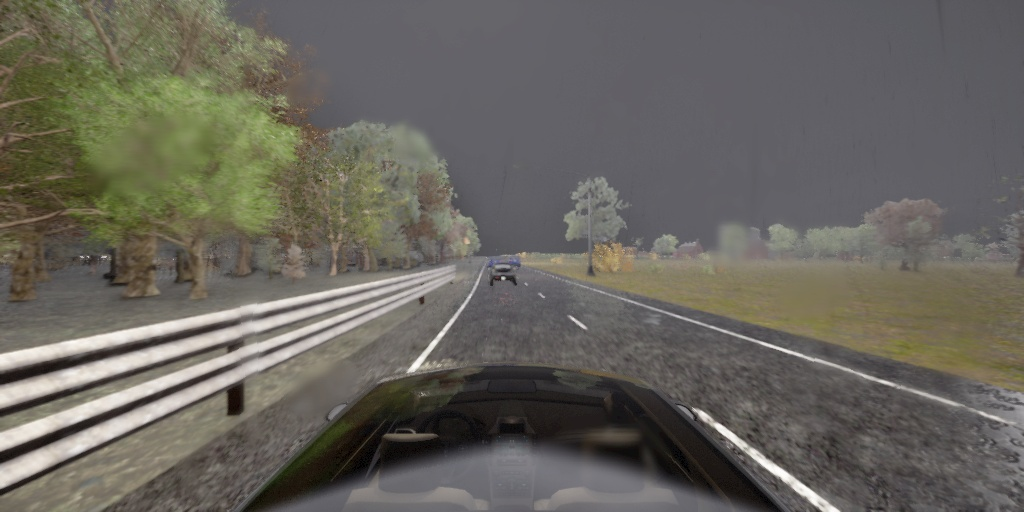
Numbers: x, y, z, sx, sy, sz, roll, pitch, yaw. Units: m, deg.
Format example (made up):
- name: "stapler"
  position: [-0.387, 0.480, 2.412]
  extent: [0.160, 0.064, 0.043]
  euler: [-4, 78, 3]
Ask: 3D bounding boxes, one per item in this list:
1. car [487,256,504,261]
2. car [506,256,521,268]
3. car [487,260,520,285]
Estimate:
- name: "car"
  position: [-2.407, 0.973, 52.991]
  extent: [2.150, 2.045, 5.566]
  euler: [0, 0, -4]
- name: "car"
  position: [0.366, 0.958, 62.846]
  extent: [2.150, 2.045, 5.566]
  euler: [0, 0, -4]
- name: "car"
  position: [-0.707, 1.259, 26.208]
  extent: [1.837, 1.490, 4.892]
  euler: [0, 0, -3]
